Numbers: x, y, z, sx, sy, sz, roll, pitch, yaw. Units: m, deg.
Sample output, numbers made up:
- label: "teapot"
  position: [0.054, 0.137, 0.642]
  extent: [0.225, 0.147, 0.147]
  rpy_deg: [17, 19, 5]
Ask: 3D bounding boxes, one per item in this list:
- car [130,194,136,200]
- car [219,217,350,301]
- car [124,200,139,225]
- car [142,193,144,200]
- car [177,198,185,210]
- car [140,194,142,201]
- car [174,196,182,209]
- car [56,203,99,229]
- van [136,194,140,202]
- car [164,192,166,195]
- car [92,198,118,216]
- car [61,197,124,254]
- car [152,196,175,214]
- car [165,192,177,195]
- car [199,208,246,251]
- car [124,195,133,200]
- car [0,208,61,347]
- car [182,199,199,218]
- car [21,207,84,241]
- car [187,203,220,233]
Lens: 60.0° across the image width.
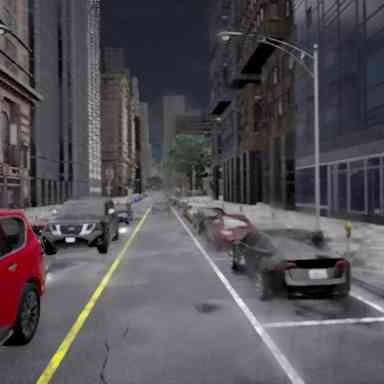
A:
- label: "car"
  position: [-11.097, 1.484, 56.475]
  extent: [1.967, 1.590, 4.097]
  rpy_deg: [-1, 0, -5]
- label: "car"
  position: [2.097, 1.526, 8.119]
  extent: [1.947, 1.339, 4.313]
  rpy_deg: [-1, 0, -5]
- label: "car"
  position: [-5.355, 1.580, 24.538]
  extent: [2.033, 1.411, 5.357]
  rpy_deg: [-1, 0, -5]
- label: "car"
  position: [-13.190, 1.337, 78.325]
  extent: [2.192, 1.841, 5.009]
  rpy_deg: [-1, 0, -5]
- label: "car"
  position: [0.006, 1.504, 29.966]
  extent: [2.008, 1.369, 4.403]
  rpy_deg: [-1, 0, -5]
- label: "car"
  position: [-12.665, 1.468, 72.862]
  extent: [1.967, 1.590, 4.097]
  rpy_deg: [-1, 0, -5]
- label: "car"
  position: [-1.040, 1.497, 40.890]
  extent: [2.008, 1.369, 4.403]
  rpy_deg: [-1, 0, -5]
- label: "car"
  position: [-7.942, 1.594, 23.528]
  extent: [1.752, 1.417, 4.829]
  rpy_deg: [-1, 0, -5]
- label: "van"
  position: [-12.144, 1.374, 67.400]
  extent: [1.690, 1.788, 3.998]
  rpy_deg: [-1, 0, -5]
- label: "car"
  position: [-5.225, 1.218, 84.584]
  extent: [2.192, 1.841, 5.009]
  rpy_deg: [-1, 0, -5]
- label: "car"
  position: [-9.005, 1.504, 34.623]
  extent: [1.967, 1.590, 4.097]
  rpy_deg: [-1, 0, -5]
- label: "car"
  position: [-4.355, 1.258, 13.922]
  extent: [2.150, 2.045, 5.566]
  rpy_deg: [-1, 0, -6]
- label: "car"
  position: [-3.170, 1.479, 34.697]
  extent: [2.128, 1.511, 4.902]
  rpy_deg: [-1, 0, -5]
- label: "car"
  position: [-3.486, 1.283, 62.481]
  extent: [2.097, 1.767, 4.553]
  rpy_deg: [-1, 0, -5]
- label: "car"
  position: [1.574, 1.540, 13.581]
  extent: [1.802, 1.307, 4.206]
  rpy_deg: [-1, 0, -5]
- label: "car"
  position: [-10.556, 1.575, 50.843]
  extent: [1.752, 1.417, 4.829]
  rpy_deg: [-1, 0, -5]
- label: "car"
  position: [-3.343, 1.262, 3.394]
  extent: [2.150, 2.045, 5.566]
  rpy_deg: [-1, 0, -5]
- label: "car"
  position: [0.512, 1.480, 24.673]
  extent: [1.752, 1.417, 4.829]
  rpy_deg: [-1, 0, -5]
- label: "car"
  position: [-7.435, 1.615, 18.235]
  extent: [1.887, 1.381, 4.507]
  rpy_deg: [-1, 0, -5]
- label: "car"
  position: [1.051, 1.523, 19.042]
  extent: [1.947, 1.339, 4.313]
  rpy_deg: [-1, 0, -5]
